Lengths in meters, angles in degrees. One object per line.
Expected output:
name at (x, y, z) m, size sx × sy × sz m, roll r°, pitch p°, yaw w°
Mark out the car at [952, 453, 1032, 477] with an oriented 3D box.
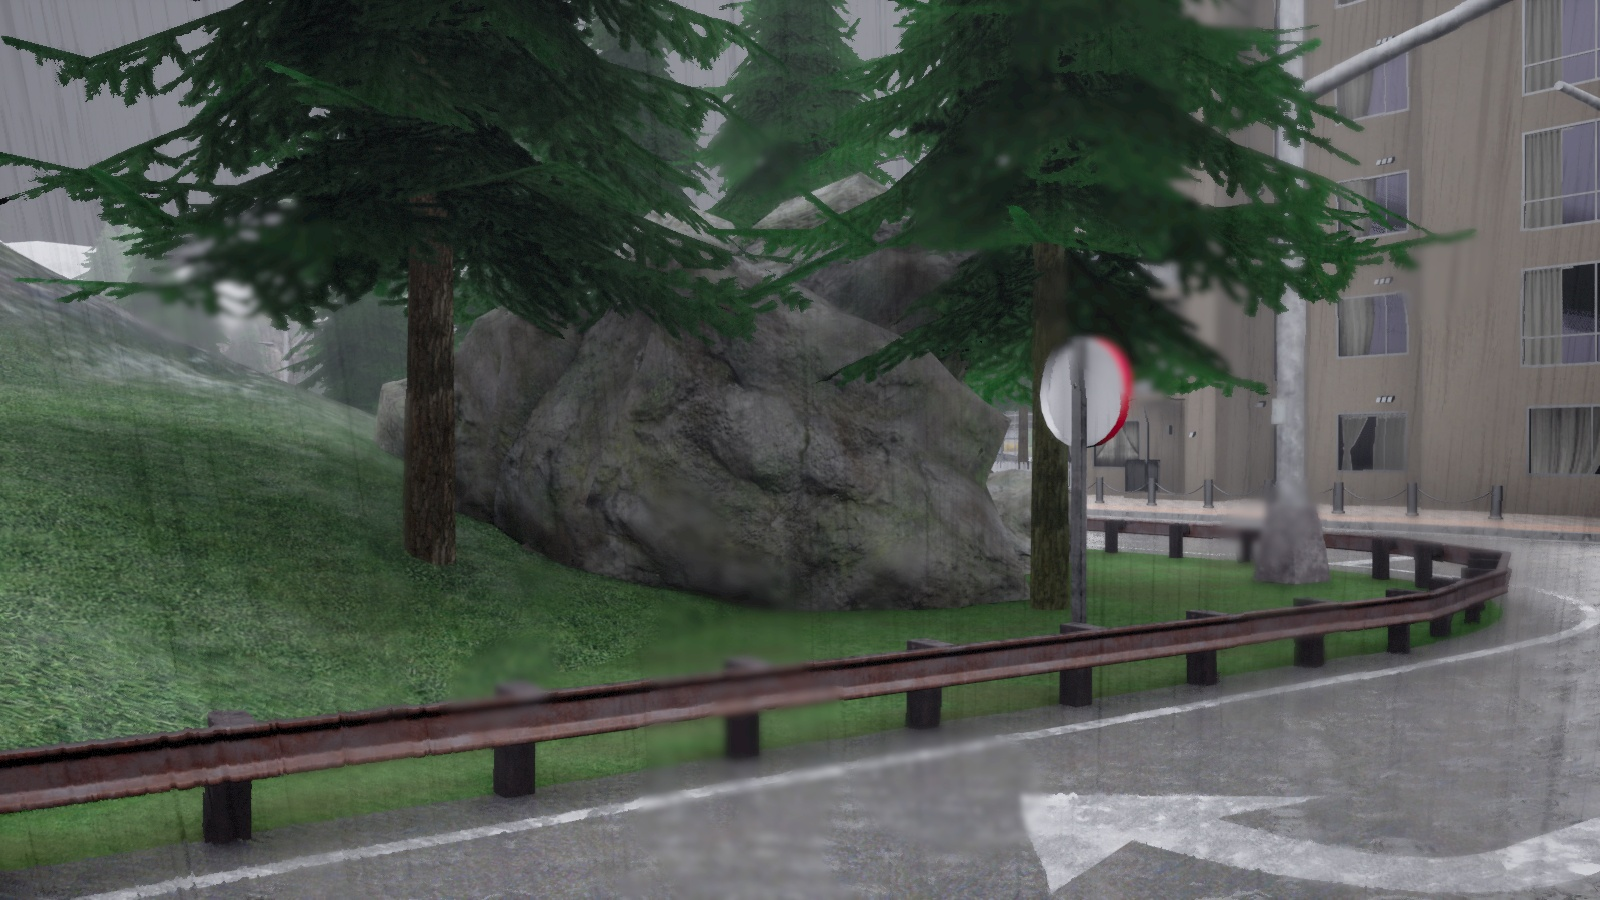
car at (11.946, 0.910, 78.022) m, size 4.792 × 1.488 × 2.163 m, roll 0°, pitch 0°, yaw -36°
